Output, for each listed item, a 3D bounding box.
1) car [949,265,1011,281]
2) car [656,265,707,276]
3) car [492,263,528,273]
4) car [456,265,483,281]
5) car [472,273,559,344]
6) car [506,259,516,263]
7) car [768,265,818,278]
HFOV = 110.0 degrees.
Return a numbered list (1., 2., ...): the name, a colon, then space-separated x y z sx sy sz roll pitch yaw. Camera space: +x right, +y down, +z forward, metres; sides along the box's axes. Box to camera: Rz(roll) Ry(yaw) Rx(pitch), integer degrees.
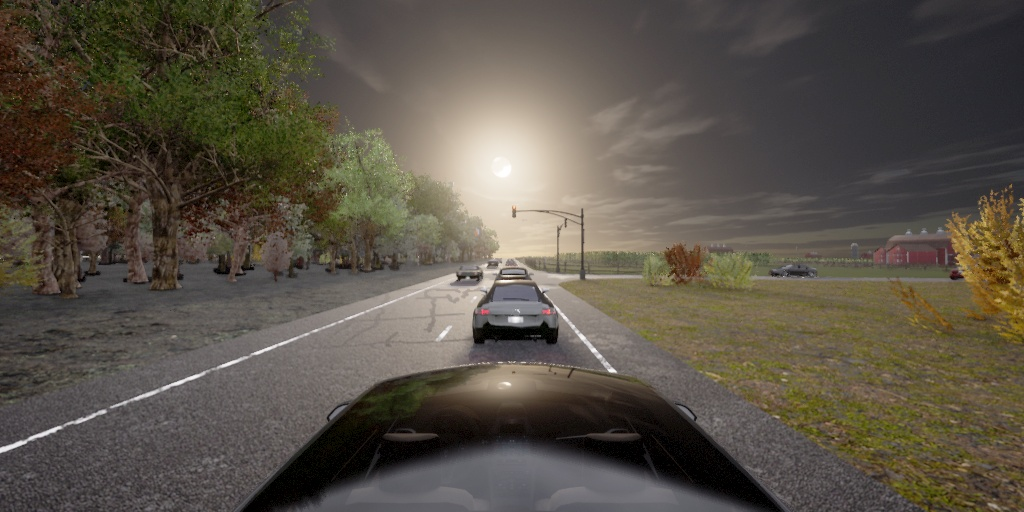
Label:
1. car: 48.821 1.688 37.358 4.553 1.767 2.097 1 -1 0
2. car: 19.360 1.628 41.015 5.357 1.411 2.033 1 -1 0
3. car: 0.066 1.285 18.530 1.837 1.490 4.892 0 0 0
4. car: -3.466 1.402 30.283 1.895 1.301 4.718 0 0 0
5. car: 0.080 1.328 9.630 1.994 1.385 4.181 0 0 0
6. car: -0.109 1.441 55.808 1.895 1.301 4.718 0 0 -1
7. car: 32.035 1.723 40.987 4.892 1.490 1.837 1 -1 0
